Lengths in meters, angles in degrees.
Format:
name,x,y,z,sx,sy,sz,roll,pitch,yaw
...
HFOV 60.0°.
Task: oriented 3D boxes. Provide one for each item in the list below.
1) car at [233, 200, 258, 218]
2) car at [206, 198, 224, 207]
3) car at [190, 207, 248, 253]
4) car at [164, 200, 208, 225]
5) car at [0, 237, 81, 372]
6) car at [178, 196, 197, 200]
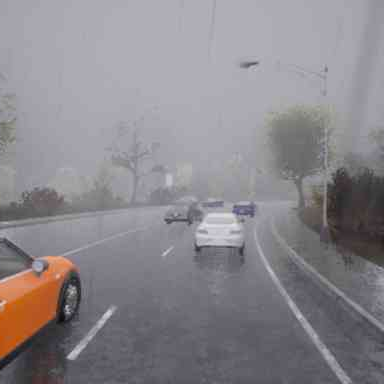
name,x,y,z,sx,sy,sz,roll,pitch,yaw
car,5.070,1.540,31.401,1.882,1.535,5.008,0,0,17
car,2.950,1.539,46.313,1.882,1.535,5.008,0,0,24
car,1.206,1.549,13.783,1.812,1.442,4.674,0,0,7
car,-0.510,1.575,24.194,2.033,1.411,5.357,0,0,13
car,-3.149,1.347,4.336,2.097,1.767,4.553,0,0,2
car,-0.760,1.390,46.464,2.097,1.767,4.553,0,0,23
